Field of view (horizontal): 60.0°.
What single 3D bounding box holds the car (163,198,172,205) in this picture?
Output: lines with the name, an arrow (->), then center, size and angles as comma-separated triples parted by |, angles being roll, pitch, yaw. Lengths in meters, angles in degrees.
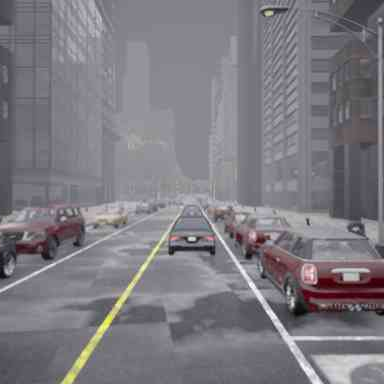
car -> -5.770, 2.240, 78.239 | 1.967, 1.590, 4.097 | 0, -1, 0

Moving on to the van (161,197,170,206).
van -> -5.770, 2.084, 72.815 | 1.690, 1.788, 3.998 | 0, -1, 0

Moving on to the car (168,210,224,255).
car -> 0.001, 1.685, 13.978 | 2.033, 1.411, 5.357 | 0, -1, 0

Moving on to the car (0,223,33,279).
car -> -5.766, 1.642, 7.703 | 1.947, 1.339, 4.313 | 0, -1, 0

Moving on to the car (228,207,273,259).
car -> 2.759, 1.569, 13.127 | 1.967, 1.590, 4.097 | 0, -1, 0

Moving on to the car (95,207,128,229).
car -> -5.766, 1.759, 23.811 | 1.752, 1.417, 4.829 | 0, -1, 0

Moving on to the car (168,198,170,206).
car -> -5.769, 2.171, 61.961 | 1.887, 1.381, 4.507 | 0, -1, 0

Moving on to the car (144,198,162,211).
car -> -5.769, 1.770, 45.686 | 2.192, 1.841, 5.009 | 0, -1, 0

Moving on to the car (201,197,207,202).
car -> 2.756, 1.952, 51.100 | 1.967, 1.590, 4.097 | 0, -1, 0

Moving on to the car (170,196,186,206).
car -> -3.004, 2.084, 71.608 | 2.097, 1.767, 4.553 | 0, -1, 0

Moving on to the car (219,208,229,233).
car -> 2.759, 1.764, 18.550 | 1.802, 1.307, 4.206 | 0, -1, 0

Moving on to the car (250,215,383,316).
car -> 2.759, 1.516, 7.702 | 1.967, 1.590, 4.097 | 0, -1, 0

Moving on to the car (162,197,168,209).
car -> -5.770, 1.884, 56.538 | 2.192, 1.841, 5.009 | 0, -1, 0

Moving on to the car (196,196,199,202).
car -> 2.755, 2.115, 78.225 | 2.192, 1.841, 5.009 | 0, -1, 0

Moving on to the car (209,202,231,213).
car -> 2.758, 1.834, 29.400 | 1.887, 1.381, 4.507 | 0, -1, 0

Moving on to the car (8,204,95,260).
car -> -5.767, 1.444, 13.132 | 2.192, 1.841, 5.009 | 0, -1, 0

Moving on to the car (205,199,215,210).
car -> 2.757, 1.926, 40.420 | 1.752, 1.417, 4.829 | 0, -1, 0

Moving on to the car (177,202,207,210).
car -> 0.000, 1.833, 28.978 | 2.033, 1.411, 5.357 | 0, -1, 0

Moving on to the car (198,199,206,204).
car -> 2.755, 2.479, 89.073 | 1.947, 1.339, 4.313 | 0, -1, 0

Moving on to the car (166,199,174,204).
car -> -5.770, 2.495, 89.090 | 1.802, 1.307, 4.206 | 0, -1, 0

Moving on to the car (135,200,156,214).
car -> -5.768, 1.981, 40.258 | 1.802, 1.307, 4.206 | 0, -1, 0
